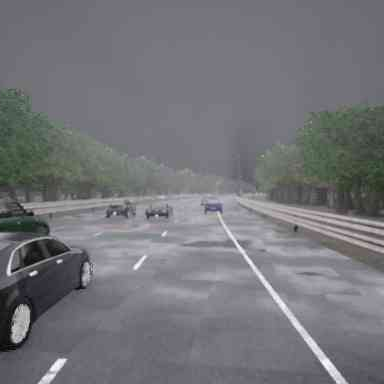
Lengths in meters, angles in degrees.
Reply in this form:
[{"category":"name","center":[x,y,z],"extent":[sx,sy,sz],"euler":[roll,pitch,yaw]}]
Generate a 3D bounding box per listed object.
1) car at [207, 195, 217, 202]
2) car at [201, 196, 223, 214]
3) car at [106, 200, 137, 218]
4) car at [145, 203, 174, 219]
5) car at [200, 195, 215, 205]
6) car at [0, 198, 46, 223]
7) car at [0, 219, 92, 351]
[{"category":"car","center":[4.544,1.440,74.746],"extent":[1.812,1.442,4.674],"euler":[0,0,7]},{"category":"car","center":[2.267,1.457,35.310],"extent":[1.882,1.535,5.008],"euler":[0,0,3]},{"category":"car","center":[-6.154,1.481,29.389],"extent":[1.837,1.490,4.892],"euler":[0,0,3]},{"category":"car","center":[-2.695,1.581,28.604],"extent":[1.895,1.301,4.718],"euler":[0,0,3]},{"category":"car","center":[2.376,1.514,54.277],"extent":[2.033,1.411,5.357],"euler":[0,0,5]},{"category":"car","center":[-6.774,1.210,10.947],"extent":[2.150,2.045,5.566],"euler":[0,0,1]},{"category":"car","center":[-3.340,1.500,6.158],"extent":[1.837,1.490,4.892],"euler":[0,0,0]}]
